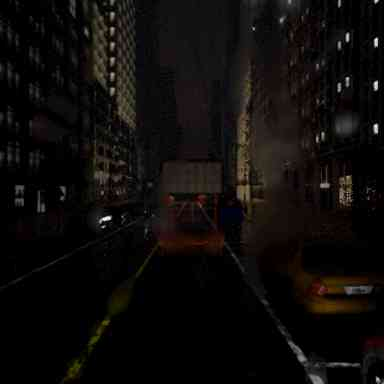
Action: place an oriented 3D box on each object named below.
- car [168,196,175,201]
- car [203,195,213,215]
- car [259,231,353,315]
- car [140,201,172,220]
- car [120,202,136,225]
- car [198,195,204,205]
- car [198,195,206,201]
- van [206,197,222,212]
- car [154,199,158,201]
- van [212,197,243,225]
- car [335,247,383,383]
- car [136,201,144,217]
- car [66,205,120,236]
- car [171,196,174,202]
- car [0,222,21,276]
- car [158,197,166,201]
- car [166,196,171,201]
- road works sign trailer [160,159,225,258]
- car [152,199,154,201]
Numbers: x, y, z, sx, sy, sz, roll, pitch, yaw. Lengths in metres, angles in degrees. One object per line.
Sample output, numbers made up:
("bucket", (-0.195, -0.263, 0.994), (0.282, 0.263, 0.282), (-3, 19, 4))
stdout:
("car", (-5.697, 1.852, 92.579), (1.752, 1.417, 4.829), (-1, 0, 0))
("car", (2.681, 1.444, 35.913), (2.192, 1.841, 5.009), (-1, 0, 0))
("car", (2.683, 1.553, 7.664), (1.752, 1.417, 4.829), (-1, 0, 0))
("car", (-3.098, 1.706, 29.295), (1.895, 1.301, 4.718), (0, 0, 0))
("car", (-5.697, 1.654, 24.545), (1.947, 1.339, 4.313), (-1, 0, 0))
("car", (2.683, 1.780, 64.330), (2.008, 1.369, 4.403), (-1, 0, 0))
("car", (2.681, 1.643, 92.750), (2.192, 1.841, 5.009), (-1, 0, 0))
("van", (2.681, 1.490, 41.597), (1.690, 1.788, 3.998), (-1, 0, 0))
("car", (-5.697, 1.730, 41.596), (1.802, 1.307, 4.206), (-1, 0, 0))
("van", (2.681, 1.429, 24.546), (1.690, 1.788, 3.998), (-1, 0, 0))
("car", (2.682, 1.447, 1.812), (1.967, 1.590, 4.097), (-1, 0, 0))
("car", (-5.697, 1.653, 30.229), (1.887, 1.381, 4.507), (-1, 0, 0))
("car", (-5.698, 1.618, 18.862), (2.008, 1.369, 4.403), (-1, 0, 0))
("car", (-5.697, 1.850, 75.698), (1.802, 1.307, 4.206), (-1, 0, 0))
("car", (-5.699, 1.467, 7.495), (1.967, 1.590, 4.097), (-1, 0, 0))
("car", (-5.698, 1.740, 52.964), (2.008, 1.369, 4.403), (-1, 0, 0))
("car", (-5.697, 1.779, 64.330), (2.008, 1.369, 4.403), (-1, 0, 0))
("road works sign trailer", (0.016, 0.511, 12.916), (2.380, 3.560, 2.880), (0, 0, 0))
("car", (-5.698, 1.679, 35.913), (2.008, 1.369, 4.403), (-1, 0, 0))
